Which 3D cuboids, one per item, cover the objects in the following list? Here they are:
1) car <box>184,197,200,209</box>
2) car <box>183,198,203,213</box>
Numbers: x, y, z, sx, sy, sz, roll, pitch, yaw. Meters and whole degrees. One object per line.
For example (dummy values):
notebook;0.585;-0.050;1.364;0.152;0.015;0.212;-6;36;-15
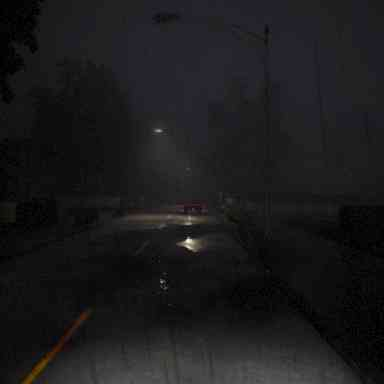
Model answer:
car;0.000;1.480;46.662;2.033;1.411;5.357;0;0;0
car;0.098;1.453;35.906;1.837;1.490;4.892;0;0;0
